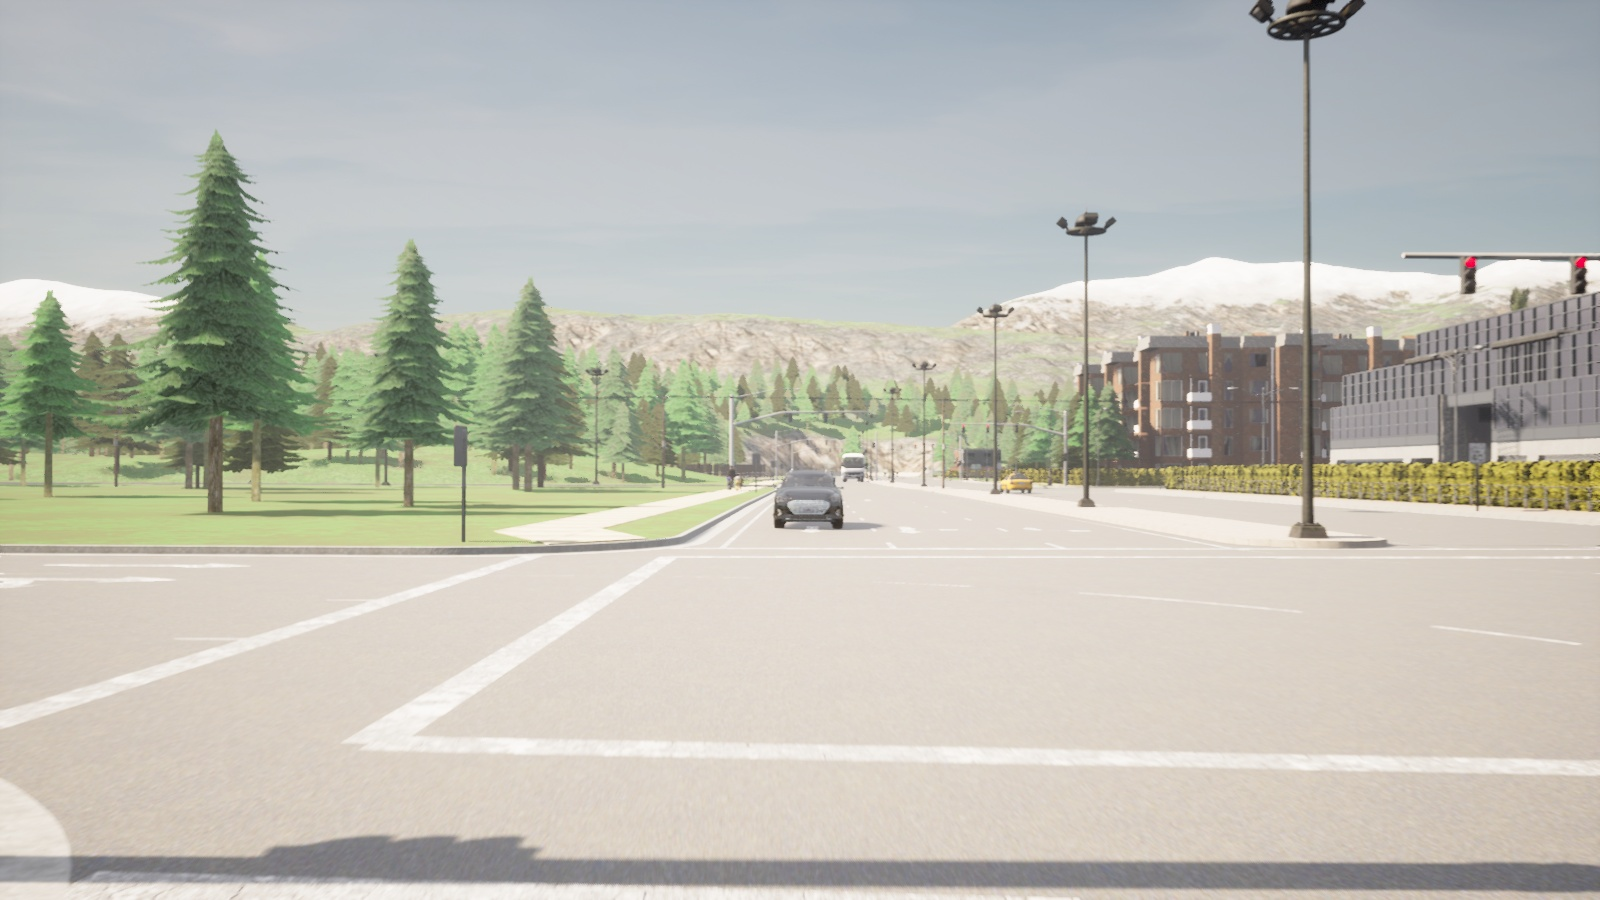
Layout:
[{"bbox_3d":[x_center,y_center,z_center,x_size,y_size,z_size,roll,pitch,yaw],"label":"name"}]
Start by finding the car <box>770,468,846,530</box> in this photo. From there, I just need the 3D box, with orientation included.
[{"bbox_3d":[0.222,1.363,36.048,2.033,1.649,4.856,0,-1,0],"label":"car"}]

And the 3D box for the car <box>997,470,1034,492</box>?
[{"bbox_3d":[15.812,2.268,92.306,1.801,1.575,5.366,0,-1,1],"label":"car"}]
